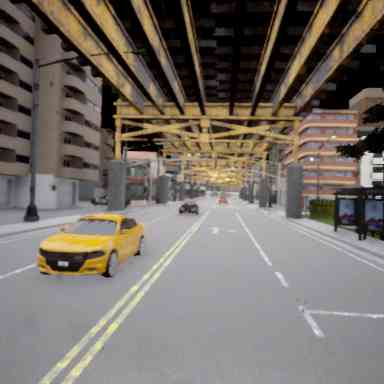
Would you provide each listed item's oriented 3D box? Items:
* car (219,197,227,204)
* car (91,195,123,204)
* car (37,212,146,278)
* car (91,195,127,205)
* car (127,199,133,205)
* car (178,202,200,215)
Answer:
[{"bbox_3d":[7.864,2.038,83.596,2.097,1.767,4.553,2,0,5],"label":"car"},{"bbox_3d":[-12.633,1.121,49.261,4.536,1.218,1.853,2,0,30],"label":"car"},{"bbox_3d":[-2.785,1.436,10.305,1.882,1.535,5.008,2,0,5],"label":"car"},{"bbox_3d":[-12.594,1.280,49.234,4.974,1.542,2.038,2,0,30],"label":"car"},{"bbox_3d":[-11.872,1.325,53.342,4.974,1.542,2.038,2,0,-15],"label":"car"},{"bbox_3d":[-0.235,1.743,36.265,1.994,1.385,4.181,2,0,6],"label":"car"}]
